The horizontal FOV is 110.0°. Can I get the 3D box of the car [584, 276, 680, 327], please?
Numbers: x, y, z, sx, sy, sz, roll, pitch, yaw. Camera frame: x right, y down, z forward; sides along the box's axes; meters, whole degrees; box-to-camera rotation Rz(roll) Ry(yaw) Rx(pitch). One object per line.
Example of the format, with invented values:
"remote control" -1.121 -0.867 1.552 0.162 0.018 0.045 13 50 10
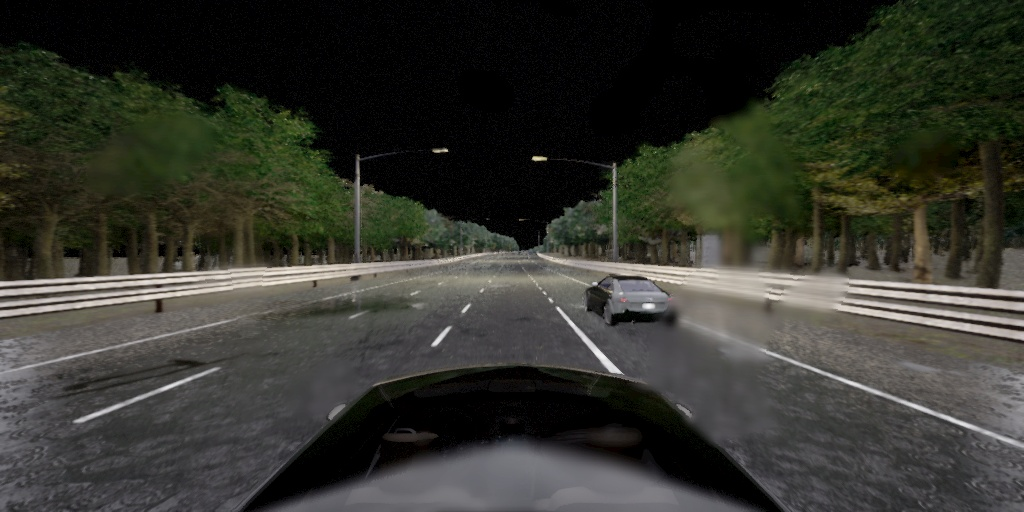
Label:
"car" 3.634 1.317 11.593 1.994 1.385 4.181 0 0 -1
